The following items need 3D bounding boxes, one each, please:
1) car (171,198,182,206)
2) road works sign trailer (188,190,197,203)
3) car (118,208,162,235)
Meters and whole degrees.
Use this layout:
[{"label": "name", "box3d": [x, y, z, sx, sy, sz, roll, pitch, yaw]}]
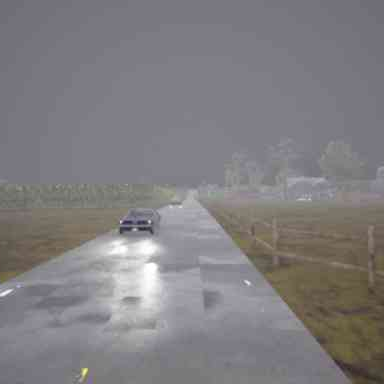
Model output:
[{"label": "car", "box3d": [-2.769, 1.743, 60.018, 1.882, 1.535, 5.008, 0, -1, 1]}, {"label": "road works sign trailer", "box3d": [0.183, 1.133, 89.613, 2.380, 3.560, 2.880, 1, 0, -4]}, {"label": "car", "box3d": [-2.844, 1.582, 18.826, 1.895, 1.301, 4.718, 0, 0, 0]}]
